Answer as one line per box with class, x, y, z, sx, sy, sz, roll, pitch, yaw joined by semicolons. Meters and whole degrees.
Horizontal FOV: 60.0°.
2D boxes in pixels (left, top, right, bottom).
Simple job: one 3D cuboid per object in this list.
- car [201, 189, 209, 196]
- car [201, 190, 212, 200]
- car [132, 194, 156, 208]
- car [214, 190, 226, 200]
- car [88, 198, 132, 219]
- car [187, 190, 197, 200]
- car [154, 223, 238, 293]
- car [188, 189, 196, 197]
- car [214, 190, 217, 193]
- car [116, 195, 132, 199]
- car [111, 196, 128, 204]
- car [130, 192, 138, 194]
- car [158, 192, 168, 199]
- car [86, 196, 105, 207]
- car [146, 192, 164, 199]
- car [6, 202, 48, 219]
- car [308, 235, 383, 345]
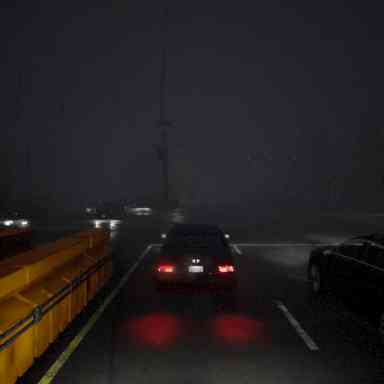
car;3.479;0.190;88.555;1.994;1.385;4.181;0;7;0
car;3.517;0.821;78.603;2.097;1.767;4.553;0;4;0
car;-7.017;1.491;49.036;2.128;1.511;4.902;0;0;0
car;7.016;0.997;78.908;1.994;1.385;4.181;0;4;0
car;-7.052;1.547;29.242;2.033;1.411;5.357;0;0;0
car;0.018;0.970;78.509;1.837;1.490;4.892;0;4;0
car;0.096;1.547;8.990;2.033;1.411;5.357;0;0;0
car;-0.021;0.116;88.533;1.882;1.535;5.008;0;7;0
car;6.979;0.138;88.563;1.837;1.490;4.892;0;7;0
car;-10.516;1.547;49.708;2.033;1.411;5.357;0;0;0
car;-13.958;1.532;64.473;2.033;1.411;5.357;0;0;0
car;-13.988;0.807;79.997;1.837;1.490;4.892;0;3;0
car;-6.990;0.813;80.409;2.033;1.411;5.357;0;3;0
car;-14.017;1.352;49.233;2.097;1.767;4.553;0;0;0
car;-6.967;1.201;64.864;2.150;2.045;5.566;0;1;0
car;-14.054;1.564;28.580;1.994;1.385;4.181;0;0;0
car;3.577;1.492;5.811;2.128;1.511;4.902;0;0;0
